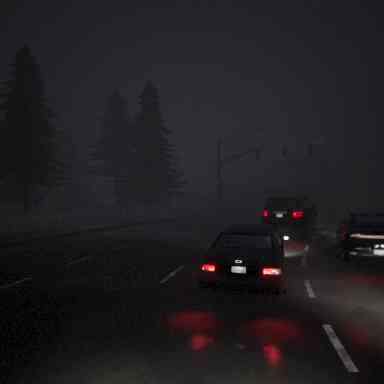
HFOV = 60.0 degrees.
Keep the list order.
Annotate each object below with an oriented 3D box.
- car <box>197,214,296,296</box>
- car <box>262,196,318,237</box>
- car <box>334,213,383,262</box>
[{"bbox_3d":[1.540,1.548,8.858,2.033,1.411,5.357,0,0,15],"label":"car"},{"bbox_3d":[5.477,1.222,18.307,2.150,2.045,5.566,0,0,28],"label":"car"},{"bbox_3d":[6.173,1.492,11.688,2.128,1.511,4.902,0,0,20],"label":"car"}]
